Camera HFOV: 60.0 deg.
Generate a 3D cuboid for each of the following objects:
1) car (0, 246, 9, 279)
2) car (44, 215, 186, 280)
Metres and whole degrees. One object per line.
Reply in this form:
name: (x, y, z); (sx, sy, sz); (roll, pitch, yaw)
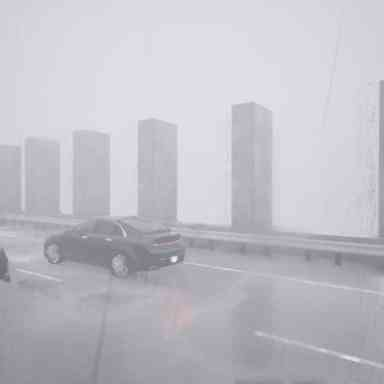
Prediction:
car: (-6.558, 1.512, 8.491); (4.181, 1.385, 1.994); (0, 0, 34)
car: (-2.448, 1.463, 9.916); (4.892, 1.490, 1.837); (0, 0, 35)
